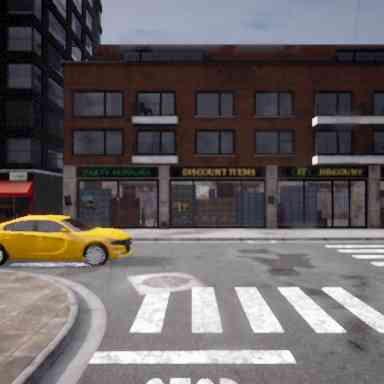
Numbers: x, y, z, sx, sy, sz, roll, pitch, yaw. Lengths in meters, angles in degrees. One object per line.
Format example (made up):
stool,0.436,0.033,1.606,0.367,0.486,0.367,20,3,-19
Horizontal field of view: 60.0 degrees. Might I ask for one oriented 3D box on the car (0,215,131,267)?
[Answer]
car,-4.523,1.512,10.963,5.008,1.535,1.882,0,-1,0
